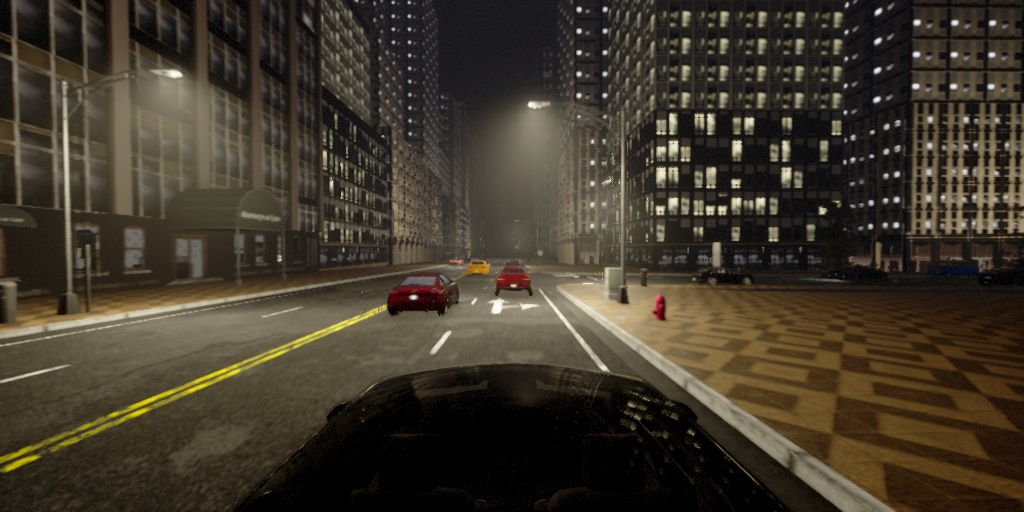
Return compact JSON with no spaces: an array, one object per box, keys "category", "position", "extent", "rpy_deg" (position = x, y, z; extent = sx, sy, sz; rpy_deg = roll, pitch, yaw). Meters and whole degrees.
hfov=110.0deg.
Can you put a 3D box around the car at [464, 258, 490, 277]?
[{"category":"car","position":[-3.182,1.152,34.696],"extent":[1.882,1.535,5.008],"rpy_deg":[0,1,0]}]

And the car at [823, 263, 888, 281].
[{"category":"car","position":[31.897,1.540,33.113],"extent":[4.181,1.385,1.994],"rpy_deg":[1,1,0]}]

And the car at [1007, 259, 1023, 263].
[{"category":"car","position":[47.438,1.074,33.234],"extent":[4.553,1.767,2.097],"rpy_deg":[0,1,-1]}]

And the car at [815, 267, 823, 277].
[{"category":"car","position":[32.708,1.374,35.751],"extent":[4.097,1.591,1.967],"rpy_deg":[0,0,-1]}]

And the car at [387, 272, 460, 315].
[{"category":"car","position":[-3.167,1.295,13.542],"extent":[1.994,1.385,4.181],"rpy_deg":[0,0,0]}]

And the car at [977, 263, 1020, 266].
[{"category":"car","position":[43.112,1.601,30.155],"extent":[5.008,1.535,1.882],"rpy_deg":[0,1,0]}]

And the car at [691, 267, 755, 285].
[{"category":"car","position":[15.888,1.500,27.016],"extent":[4.403,1.370,2.007],"rpy_deg":[0,0,-1]}]

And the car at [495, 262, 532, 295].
[{"category":"car","position":[0.080,1.240,19.454],"extent":[1.812,1.442,4.674],"rpy_deg":[0,0,0]}]

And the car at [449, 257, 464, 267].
[{"category":"car","position":[-9.827,0.994,63.916],"extent":[2.097,1.767,4.553],"rpy_deg":[0,0,0]}]

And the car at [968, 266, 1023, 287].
[{"category":"car","position":[38.452,1.700,27.448],"extent":[4.313,1.339,1.948],"rpy_deg":[0,0,-1]}]

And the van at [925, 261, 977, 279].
[{"category":"van","position":[43.989,1.367,35.903],"extent":[3.998,1.789,1.690],"rpy_deg":[0,0,-1]}]
